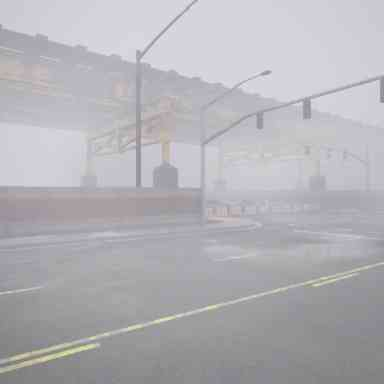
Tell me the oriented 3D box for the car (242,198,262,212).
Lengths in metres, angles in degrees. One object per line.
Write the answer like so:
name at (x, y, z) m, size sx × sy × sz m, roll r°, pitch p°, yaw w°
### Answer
car at (6.067, 1.453, 36.377) m, size 2.038 × 1.542 × 4.974 m, roll 0°, pitch 0°, yaw 18°

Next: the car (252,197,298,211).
car at (9.978, 1.453, 40.136) m, size 4.974 × 1.542 × 2.038 m, roll 0°, pitch 0°, yaw -7°

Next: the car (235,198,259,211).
car at (6.083, 1.295, 36.427) m, size 1.853 × 1.218 × 4.536 m, roll 0°, pitch 0°, yaw 18°

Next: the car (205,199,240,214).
car at (2.270, 1.295, 33.700) m, size 4.536 × 1.218 × 1.853 m, roll 0°, pitch 0°, yaw 8°

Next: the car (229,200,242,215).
car at (2.321, 1.453, 33.693) m, size 4.974 × 1.542 × 2.038 m, roll 0°, pitch 0°, yaw 8°

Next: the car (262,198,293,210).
car at (9.926, 1.295, 40.130) m, size 4.536 × 1.218 × 1.853 m, roll 0°, pitch 0°, yaw -7°
